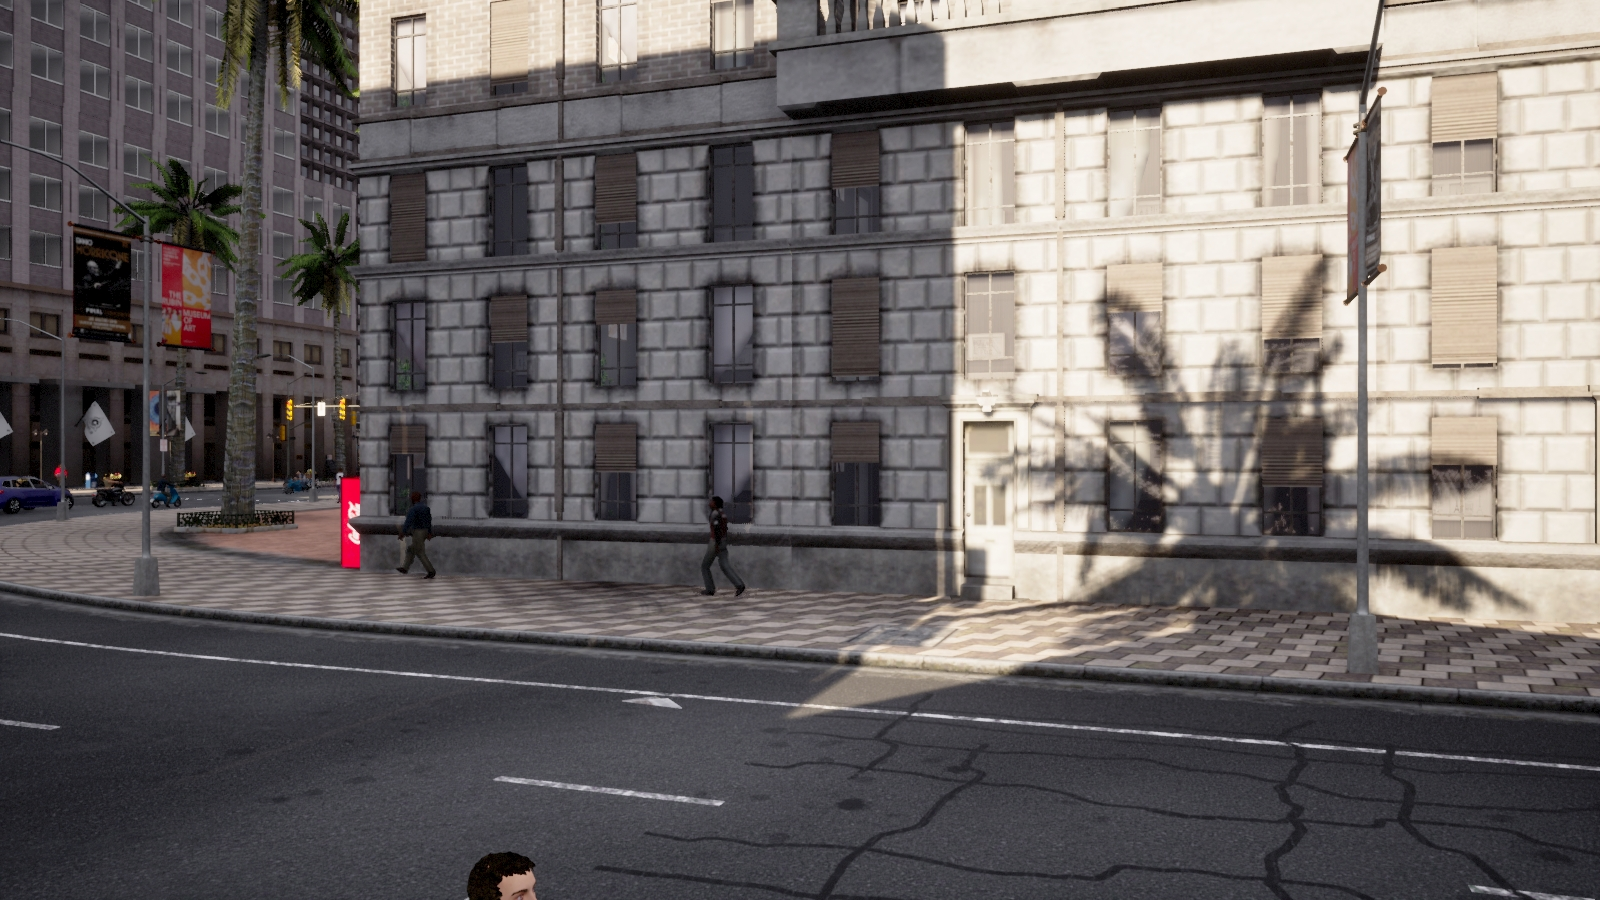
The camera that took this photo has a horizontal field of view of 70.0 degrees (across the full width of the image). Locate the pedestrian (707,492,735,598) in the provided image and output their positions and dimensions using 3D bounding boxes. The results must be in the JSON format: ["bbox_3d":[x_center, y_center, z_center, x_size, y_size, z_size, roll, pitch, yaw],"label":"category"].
[{"bbox_3d":[-1.412,1.696,20.451,0.375,1.860,0.375,0,0,23],"label":"pedestrian"}]

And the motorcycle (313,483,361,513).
[{"bbox_3d":[-21.134,2.170,52.239,0.764,1.277,2.356,0,0,16],"label":"motorcycle"}]

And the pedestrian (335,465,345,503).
[{"bbox_3d":[-22.833,1.696,56.672,0.375,1.860,0.375,0,0,-9],"label":"pedestrian"}]

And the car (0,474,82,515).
[{"bbox_3d":[-35.215,1.968,51.598,2.242,1.667,4.611,0,0,9],"label":"car"}]

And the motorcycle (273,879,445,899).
[{"bbox_3d":[-1.030,2.213,3.640,2.033,1.145,0.803,0,0,20],"label":"motorcycle"}]

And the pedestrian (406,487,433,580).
[{"bbox_3d":[-7.747,1.696,23.263,0.375,1.860,0.375,0,0,21],"label":"pedestrian"}]

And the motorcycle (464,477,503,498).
[{"bbox_3d":[-18.594,2.213,67.124,0.803,1.145,2.033,3,2,42],"label":"motorcycle"}]
